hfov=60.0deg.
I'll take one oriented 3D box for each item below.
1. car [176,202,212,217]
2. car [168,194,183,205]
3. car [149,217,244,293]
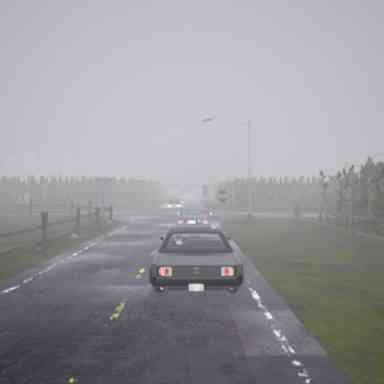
[{"bbox_3d":[0.122,1.485,18.540,2.033,1.411,5.357,0,0,2],"label":"car"},{"bbox_3d":[-2.944,1.393,55.189,1.895,1.301,4.718,0,0,0],"label":"car"},{"bbox_3d":[0.085,1.572,8.722,1.895,1.301,4.718,0,0,0],"label":"car"}]
